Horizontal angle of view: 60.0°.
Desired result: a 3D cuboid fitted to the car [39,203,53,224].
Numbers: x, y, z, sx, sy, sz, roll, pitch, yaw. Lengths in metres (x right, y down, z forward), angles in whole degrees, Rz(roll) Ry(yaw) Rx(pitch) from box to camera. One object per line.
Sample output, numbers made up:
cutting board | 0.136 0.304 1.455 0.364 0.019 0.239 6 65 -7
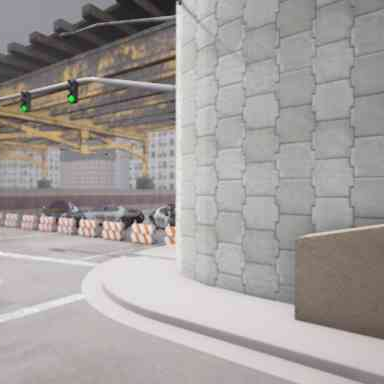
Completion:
car | -9.218 1.397 23.350 2.038 1.542 4.974 0 0 -10

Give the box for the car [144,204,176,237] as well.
car | -0.756 1.423 18.009 2.038 1.542 4.974 0 0 -25

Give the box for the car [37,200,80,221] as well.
car | -9.227 1.239 23.401 1.853 1.218 4.536 0 0 -10

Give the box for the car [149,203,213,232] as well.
car | -0.777 1.266 18.056 1.853 1.218 4.536 0 0 -25

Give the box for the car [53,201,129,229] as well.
car | -5.524 1.409 20.595 4.974 1.542 2.038 0 0 0

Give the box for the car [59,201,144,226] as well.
car | -5.472 1.251 20.595 4.536 1.218 1.853 0 0 0
